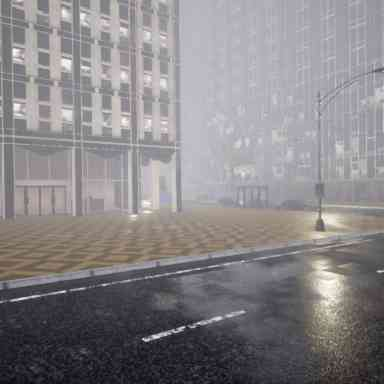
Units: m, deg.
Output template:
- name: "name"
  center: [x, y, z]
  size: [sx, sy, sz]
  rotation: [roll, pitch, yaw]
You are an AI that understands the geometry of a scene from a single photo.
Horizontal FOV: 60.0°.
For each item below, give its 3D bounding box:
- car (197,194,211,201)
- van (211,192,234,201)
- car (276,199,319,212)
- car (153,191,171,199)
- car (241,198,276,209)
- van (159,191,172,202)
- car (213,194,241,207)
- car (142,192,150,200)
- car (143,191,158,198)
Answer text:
- name: "car"
  center: [2.587, 1.043, 64.128]
  size: [1.802, 1.307, 4.206]
  rotation: [0, 1, -34]
- name: "van"
  center: [5.804, 0.855, 59.439]
  size: [1.690, 1.788, 3.998]
  rotation: [0, 1, -34]
- name: "car"
  center: [11.657, 1.424, 35.886]
  size: [1.947, 1.339, 4.313]
  rotation: [0, 1, -34]
- name: "car"
  center: [-7.065, 0.615, 78.181]
  size: [2.192, 1.841, 5.009]
  rotation: [0, 1, -34]
- name: "car"
  center: [8.454, 1.388, 40.583]
  size: [1.802, 1.307, 4.206]
  rotation: [0, 1, -34]
- name: "van"
  center: [-4.321, 0.937, 59.383]
  size: [1.690, 1.788, 3.998]
  rotation: [0, 1, -34]
- name: "car"
  center: [5.285, 1.319, 45.301]
  size: [1.947, 1.339, 4.313]
  rotation: [0, 1, -34]
- name: "car"
  center: [-10.756, 1.039, 68.756]
  size: [2.008, 1.369, 4.403]
  rotation: [0, 1, -34]
- name: "car"
  center: [-10.282, 0.686, 82.868]
  size: [1.967, 1.590, 4.097]
  rotation: [0, 1, -34]
